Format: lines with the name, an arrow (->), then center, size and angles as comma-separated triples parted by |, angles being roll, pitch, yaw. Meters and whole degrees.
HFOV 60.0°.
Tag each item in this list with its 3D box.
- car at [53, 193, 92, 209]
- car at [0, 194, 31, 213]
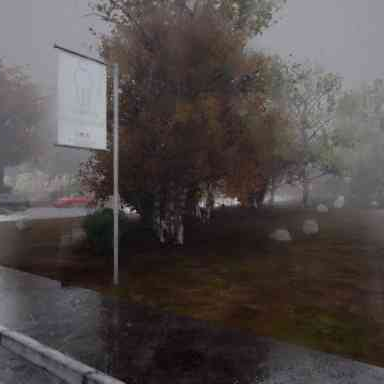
car -> -16.071, 1.202, 45.433 | 2.150, 2.045, 5.566 | 0, 0, 38
car -> -19.947, 1.219, 34.951 | 2.150, 2.045, 5.566 | 0, 0, 39
